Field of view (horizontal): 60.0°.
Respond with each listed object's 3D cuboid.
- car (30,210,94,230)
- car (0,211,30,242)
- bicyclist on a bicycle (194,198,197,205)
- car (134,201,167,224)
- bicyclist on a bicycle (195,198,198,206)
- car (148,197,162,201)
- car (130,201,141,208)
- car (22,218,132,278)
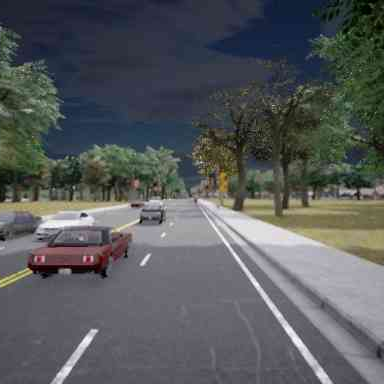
[{"bbox_3d":[-6.589,1.721,17.952,1.812,1.442,4.674,0,-1,0],"label":"car"},{"bbox_3d":[-9.853,1.742,17.922,2.033,1.411,5.357,0,-1,0],"label":"car"},{"bbox_3d":[0.892,2.297,82.210,0.659,1.776,1.843,0,0,0],"label":"bicyclist on a bicycle"},{"bbox_3d":[-3.151,1.791,27.560,2.128,1.511,4.902,0,-1,0],"label":"car"},{"bbox_3d":[0.892,2.192,73.211,0.659,1.776,1.843,0,0,0],"label":"bicyclist on a bicycle"},{"bbox_3d":[-6.537,1.887,59.684,2.150,2.045,5.566,0,-1,1],"label":"car"},{"bbox_3d":[-9.786,2.267,59.725,1.895,1.301,4.718,0,-1,1],"label":"car"},{"bbox_3d":[-3.150,1.715,10.481,1.895,1.301,4.718,0,-1,0],"label":"car"}]
